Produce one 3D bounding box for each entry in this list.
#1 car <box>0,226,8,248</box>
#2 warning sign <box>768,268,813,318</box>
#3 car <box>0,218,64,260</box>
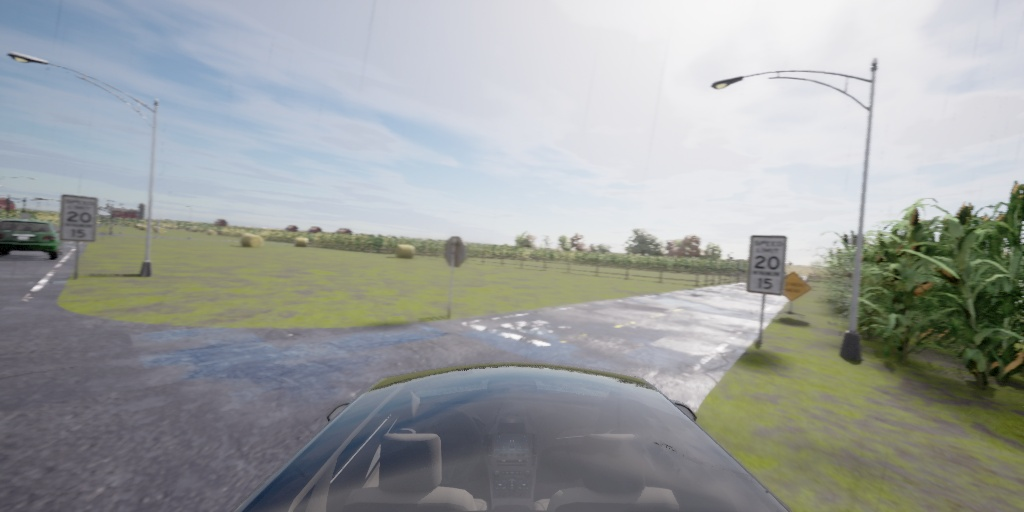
[{"bbox_3d":[-36.673,-1.392,24.645,4.892,1.490,1.837,5,1,41],"label":"car"},{"bbox_3d":[11.813,1.588,15.225,1.300,1.860,1.060,0,0,40],"label":"warning sign"},{"bbox_3d":[-26.329,-0.944,19.594,5.566,2.045,2.150,4,1,41],"label":"car"}]
